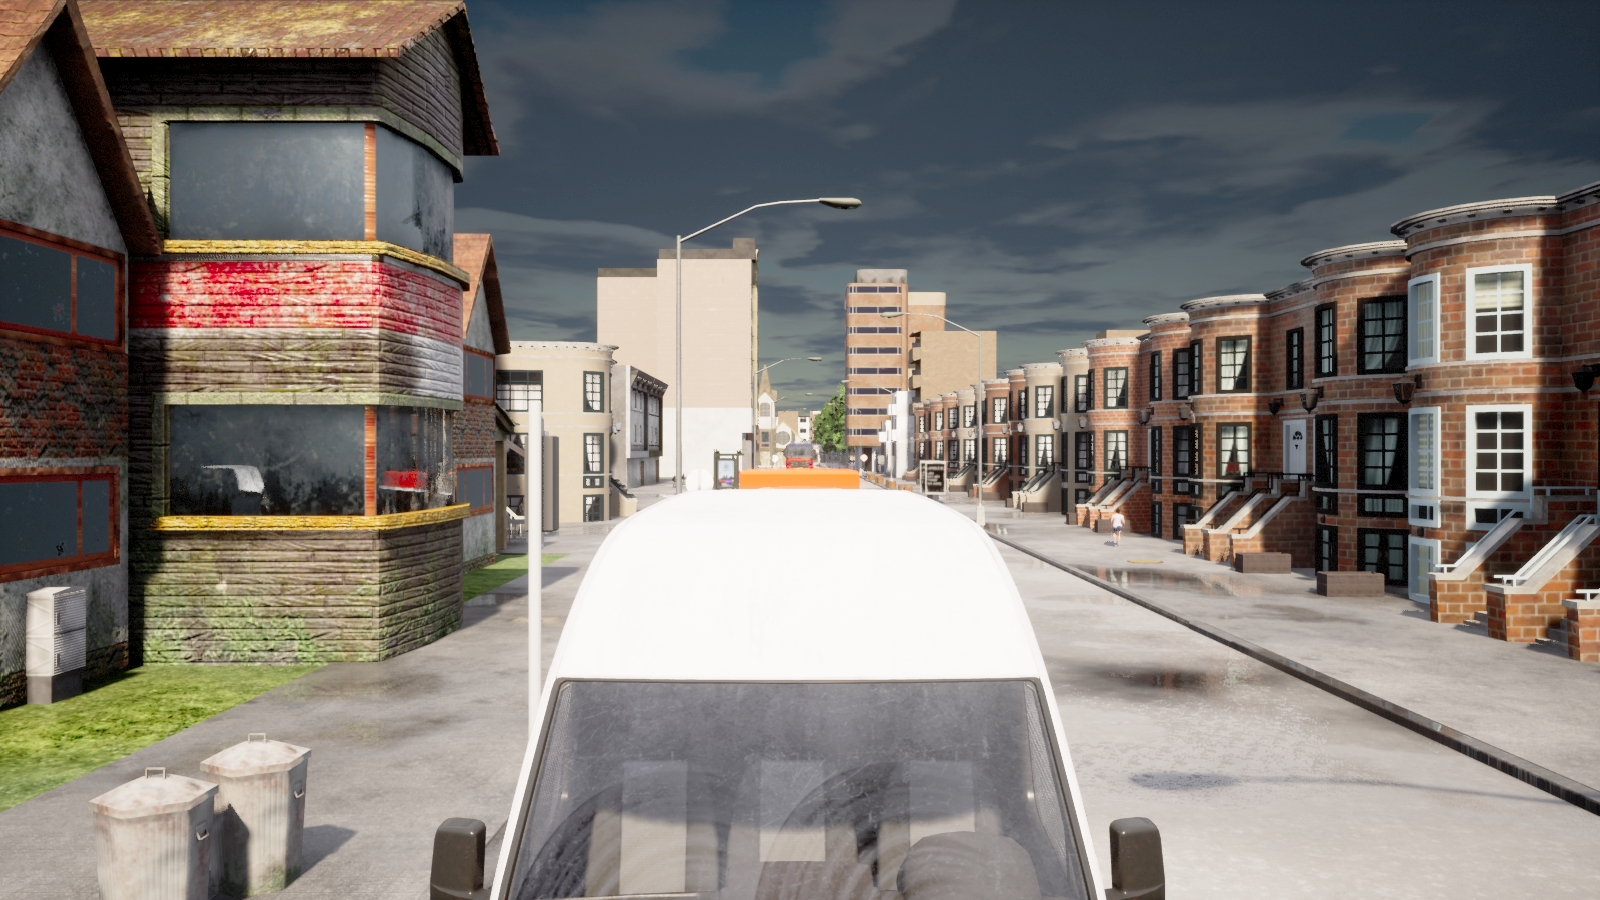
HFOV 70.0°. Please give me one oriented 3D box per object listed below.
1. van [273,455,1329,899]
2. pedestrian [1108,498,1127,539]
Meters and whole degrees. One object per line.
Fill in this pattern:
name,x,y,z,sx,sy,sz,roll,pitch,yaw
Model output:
van,-0.003,1.314,5.110,1.988,2.561,5.915,0,0,0
pedestrian,8.874,1.903,31.944,0.500,1.100,0.500,0,0,13
